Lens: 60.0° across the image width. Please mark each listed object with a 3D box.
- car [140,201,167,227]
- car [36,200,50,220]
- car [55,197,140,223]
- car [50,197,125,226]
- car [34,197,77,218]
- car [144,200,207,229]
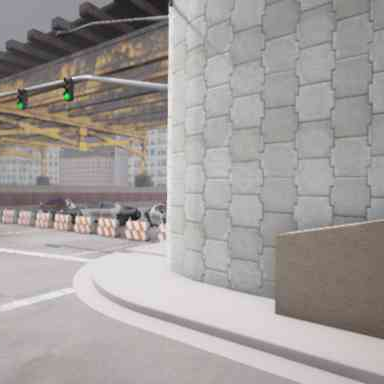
[{"bbox_3d":[-1.034,1.298,18.199,2.038,1.542,4.974,0,1,-25],"label":"car"},{"bbox_3d":[-9.498,1.162,23.534,2.038,1.542,4.974,1,0,-10],"label":"car"},{"bbox_3d":[-5.749,1.068,20.781,4.536,1.218,1.853,1,0,0],"label":"car"},{"bbox_3d":[-5.803,1.225,20.782,4.974,1.542,2.038,1,0,0],"label":"car"},{"bbox_3d":[-9.506,1.004,23.584,1.853,1.218,4.536,1,0,-10],"label":"car"},{"bbox_3d":[-1.054,1.140,18.244,1.853,1.218,4.536,0,1,-25],"label":"car"}]
